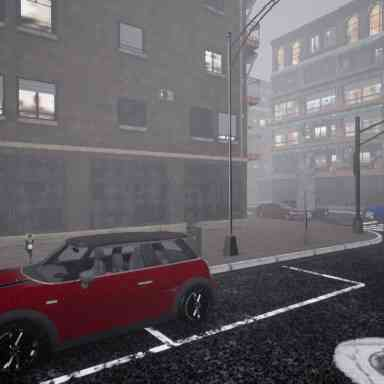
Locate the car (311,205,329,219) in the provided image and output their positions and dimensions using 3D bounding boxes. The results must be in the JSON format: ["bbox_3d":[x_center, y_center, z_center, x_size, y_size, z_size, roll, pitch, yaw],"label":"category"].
[{"bbox_3d":[8.920,1.348,27.746,1.882,1.535,5.008,-1,1,-35],"label":"car"}]

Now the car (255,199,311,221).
[{"bbox_3d":[6.835,1.473,26.225,1.802,1.307,4.206,0,0,-35],"label":"car"}]

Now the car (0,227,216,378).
[{"bbox_3d":[-1.645,1.440,5.446,4.097,1.590,1.967,0,0,-35],"label":"car"}]

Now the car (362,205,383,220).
[{"bbox_3d":[15.182,1.381,24.447,1.882,1.535,5.008,-1,1,-36],"label":"car"}]
